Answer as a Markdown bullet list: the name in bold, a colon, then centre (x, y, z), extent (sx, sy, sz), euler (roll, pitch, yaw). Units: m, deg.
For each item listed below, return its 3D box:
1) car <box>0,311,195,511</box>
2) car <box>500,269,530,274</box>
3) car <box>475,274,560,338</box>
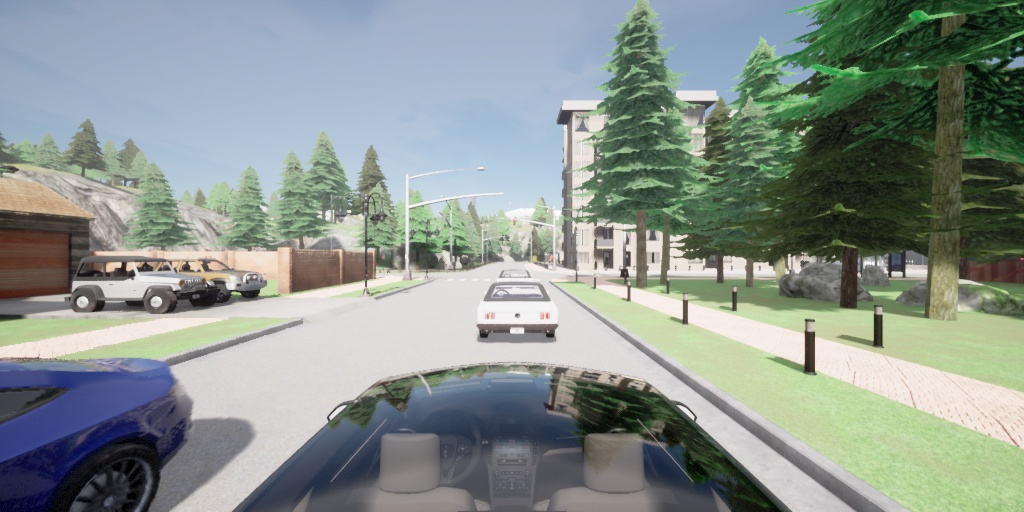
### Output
- **car**: centre (-3.591, 1.276, 1.135), extent (1.812, 1.442, 4.674), euler (0, 0, 0)
- **car**: centre (0.159, 1.350, 19.294), extent (1.895, 1.301, 4.718), euler (0, 0, 0)
- **car**: centre (0.130, 1.351, 10.126), extent (1.895, 1.301, 4.718), euler (0, 0, 0)
